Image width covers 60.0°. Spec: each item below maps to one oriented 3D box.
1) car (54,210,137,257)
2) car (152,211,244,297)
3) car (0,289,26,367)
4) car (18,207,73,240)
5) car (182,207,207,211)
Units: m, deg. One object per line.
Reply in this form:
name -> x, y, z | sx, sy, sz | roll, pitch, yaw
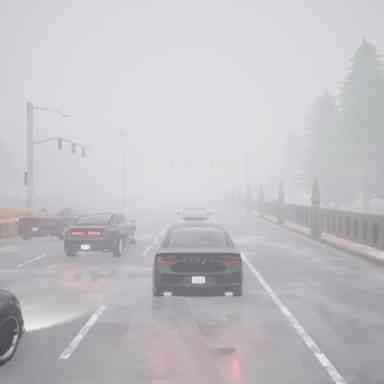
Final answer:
car -> -3.379, 1.504, 12.976 | 1.837, 1.490, 4.892 | 0, 0, 0
car -> 0.117, 1.477, 8.629 | 1.882, 1.535, 5.008 | 0, 0, 0
car -> -3.393, 1.564, 3.103 | 1.994, 1.385, 4.181 | 0, 0, 0
car -> -6.905, 1.476, 17.010 | 1.882, 1.535, 5.008 | 0, 0, -1
car -> 0.130, 1.524, 17.965 | 1.812, 1.442, 4.674 | 0, 0, 0
